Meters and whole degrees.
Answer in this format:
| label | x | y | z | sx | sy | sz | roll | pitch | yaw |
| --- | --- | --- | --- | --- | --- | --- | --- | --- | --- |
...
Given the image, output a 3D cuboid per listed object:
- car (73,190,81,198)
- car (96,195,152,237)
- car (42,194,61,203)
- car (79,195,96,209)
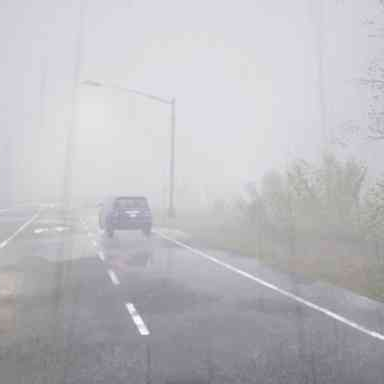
| label | x | y | z | sx | sy | sz | roll | pitch | yaw |
| --- | --- | --- | --- | --- | --- | --- | --- | --- | --- |
| car | -30.785 | 0.886 | 88.870 | 1.882 | 1.535 | 5.008 | 1 | 0 | -21 |
| car | -3.700 | 1.172 | 17.982 | 2.150 | 2.045 | 5.566 | 1 | 0 | -21 |
| car | -24.032 | 1.170 | 56.219 | 1.895 | 1.301 | 4.718 | 1 | 0 | -14 |
| car | -12.818 | 1.392 | 41.830 | 1.895 | 1.301 | 4.718 | 1 | 0 | -21 |
